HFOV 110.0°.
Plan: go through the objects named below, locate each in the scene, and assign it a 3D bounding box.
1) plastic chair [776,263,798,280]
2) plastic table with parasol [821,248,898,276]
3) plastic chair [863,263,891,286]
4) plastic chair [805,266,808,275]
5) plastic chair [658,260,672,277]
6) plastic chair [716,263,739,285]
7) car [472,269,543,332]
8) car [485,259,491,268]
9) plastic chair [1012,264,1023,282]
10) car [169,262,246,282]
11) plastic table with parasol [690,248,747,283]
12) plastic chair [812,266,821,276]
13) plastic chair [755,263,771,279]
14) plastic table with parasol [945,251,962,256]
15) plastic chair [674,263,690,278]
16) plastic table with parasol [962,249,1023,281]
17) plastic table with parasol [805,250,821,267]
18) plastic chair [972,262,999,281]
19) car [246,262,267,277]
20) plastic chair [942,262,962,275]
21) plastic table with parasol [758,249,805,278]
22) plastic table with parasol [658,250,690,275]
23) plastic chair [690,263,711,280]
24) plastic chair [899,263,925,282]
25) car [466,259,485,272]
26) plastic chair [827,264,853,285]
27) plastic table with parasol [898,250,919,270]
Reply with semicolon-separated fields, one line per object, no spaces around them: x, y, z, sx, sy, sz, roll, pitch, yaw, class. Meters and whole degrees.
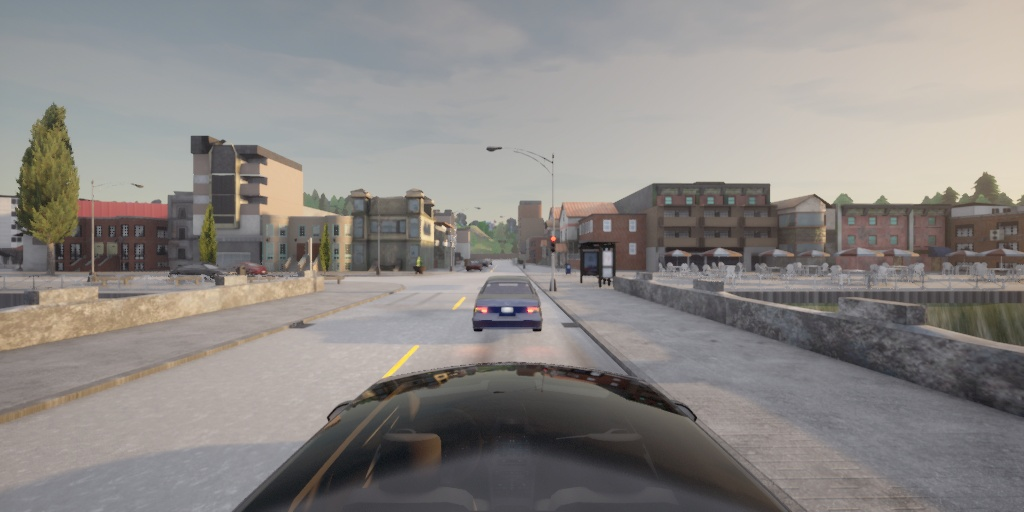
22.333;1.277;29.120;0.750;1.272;0.730;0;0;-1;plastic chair
23.410;0.673;24.287;2.482;2.480;2.482;0;0;-1;plastic table with parasol
23.331;1.277;22.935;0.750;1.272;0.730;0;0;-1;plastic chair
28.236;1.276;35.315;0.730;1.272;0.750;0;0;-1;plastic chair
14.163;1.276;33.492;0.730;1.272;0.750;0;0;-1;plastic chair
14.609;1.277;24.297;0.750;1.272;0.730;0;0;-1;plastic chair
-0.119;1.296;10.834;2.033;1.411;5.357;0;0;0;car
-5.059;1.344;61.237;1.895;1.301;4.718;0;0;-1;car
37.384;1.277;26.058;0.750;1.272;0.730;0;0;-1;plastic chair
-24.345;1.273;28.442;4.674;1.442;1.812;1;0;-1;car
14.759;0.673;25.560;2.482;2.480;2.482;0;0;-1;plastic table with parasol
29.358;1.276;33.932;0.750;1.272;0.730;0;0;-1;plastic chair
21.211;1.276;30.503;0.730;1.272;0.750;0;0;-1;plastic chair
46.118;0.672;36.578;2.482;2.480;2.482;0;0;-1;plastic table with parasol
15.285;1.276;32.109;0.750;1.272;0.730;0;0;-1;plastic chair
37.353;0.673;27.368;2.482;2.480;2.482;0;0;-1;plastic table with parasol
29.666;0.672;35.307;2.482;2.480;2.482;0;0;-1;plastic table with parasol
36.224;1.276;27.438;0.730;1.272;0.750;0;0;-1;plastic chair
-24.930;1.272;32.640;4.674;1.442;1.812;0;0;-1;car
44.916;1.276;36.679;0.730;1.272;0.750;0;0;-1;plastic chair
22.412;0.672;30.472;2.482;2.480;2.482;0;0;-1;plastic table with parasol
15.385;0.672;33.391;2.482;2.480;2.482;0;0;-1;plastic table with parasol
13.487;1.277;25.680;0.730;1.272;0.750;0;0;-1;plastic chair
30.069;1.277;26.943;0.750;1.272;0.730;0;0;-1;plastic chair
-4.838;1.346;46.117;1.895;1.301;4.718;0;0;-1;car
22.209;1.277;24.318;0.730;1.272;0.750;0;0;-1;plastic chair
30.058;0.673;28.223;2.482;2.480;2.482;0;0;-1;plastic table with parasol
